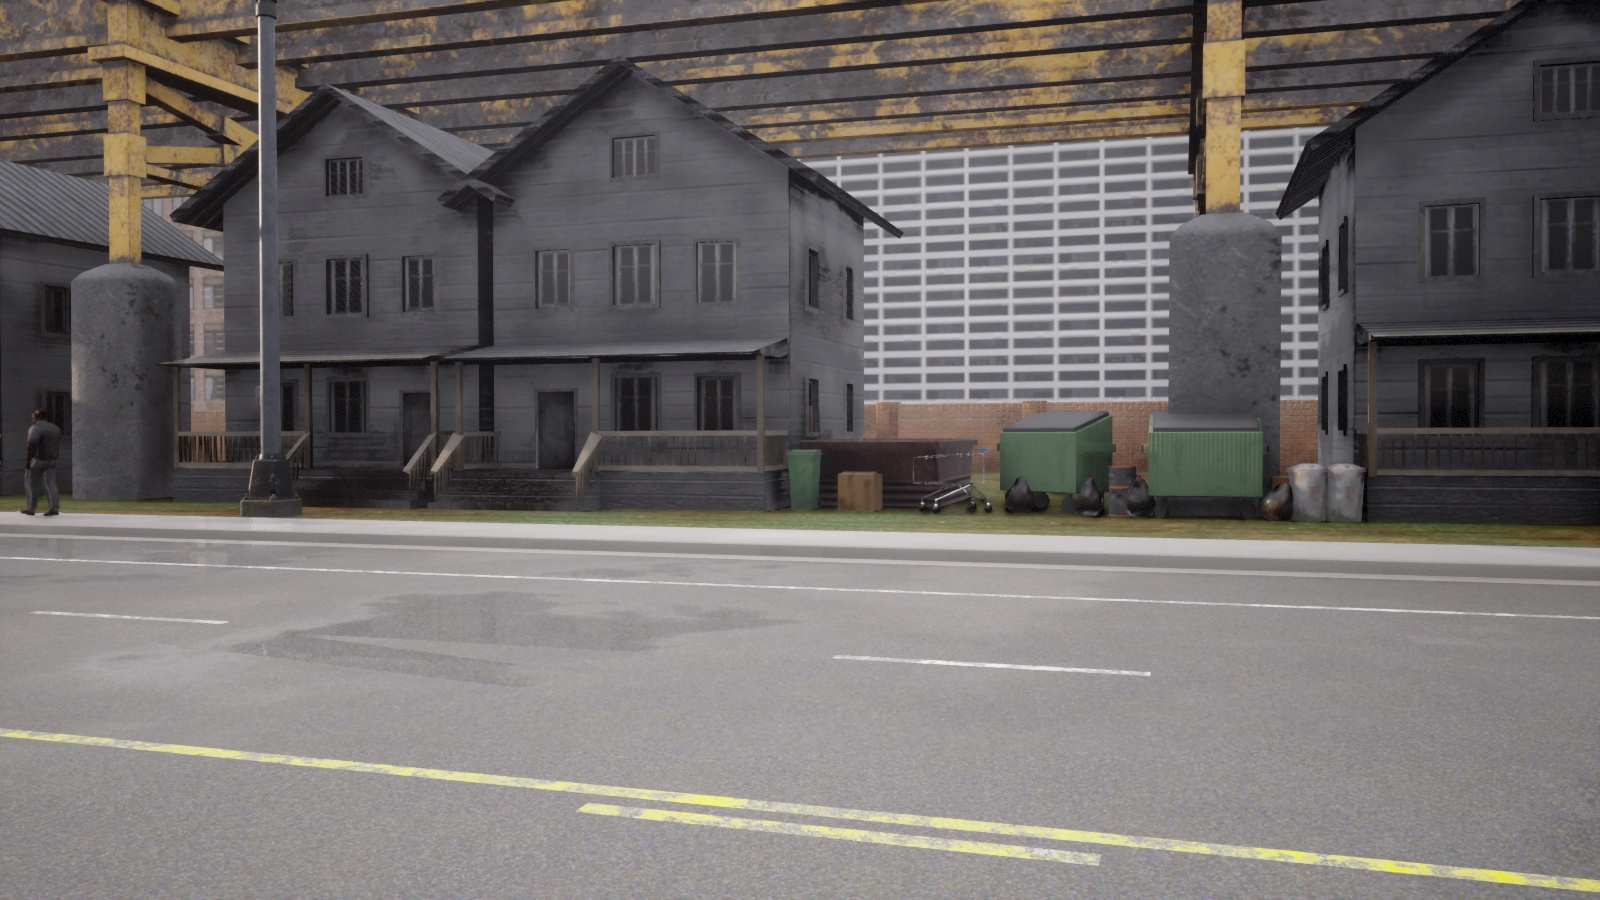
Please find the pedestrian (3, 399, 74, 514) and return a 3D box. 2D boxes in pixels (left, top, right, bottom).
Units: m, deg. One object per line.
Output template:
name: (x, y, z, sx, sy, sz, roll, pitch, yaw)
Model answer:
pedestrian: (-12.683, 0.099, 20.925, 0.849, 1.883, 0.563, 0, 1, 14)
